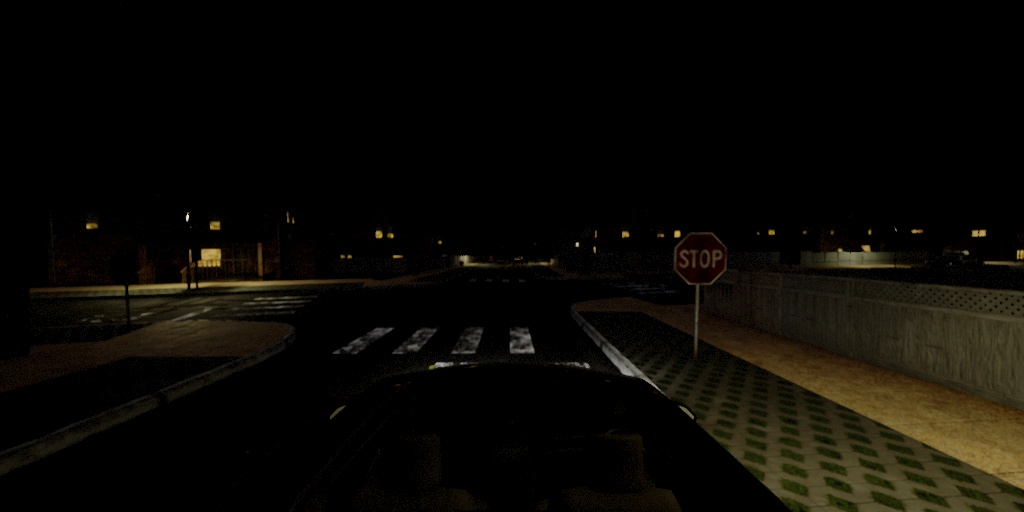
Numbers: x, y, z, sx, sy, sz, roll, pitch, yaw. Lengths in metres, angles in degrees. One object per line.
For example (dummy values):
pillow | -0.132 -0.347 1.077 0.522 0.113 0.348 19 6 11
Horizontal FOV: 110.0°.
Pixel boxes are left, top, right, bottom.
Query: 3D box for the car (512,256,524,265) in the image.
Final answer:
car | 1.110 0.756 63.604 2.128 1.511 4.902 0 0 2

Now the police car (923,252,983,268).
police car | 37.166 0.511 30.274 5.238 1.638 1.930 -1 3 -17
